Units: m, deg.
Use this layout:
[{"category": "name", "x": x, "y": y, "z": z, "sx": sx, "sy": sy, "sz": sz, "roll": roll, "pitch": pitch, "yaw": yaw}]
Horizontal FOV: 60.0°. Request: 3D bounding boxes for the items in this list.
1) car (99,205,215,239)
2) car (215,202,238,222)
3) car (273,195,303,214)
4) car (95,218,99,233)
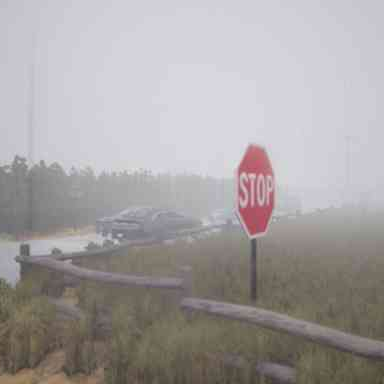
[{"category": "car", "x": -1.315, "y": 1.460, "z": 14.642, "sx": 2.128, "sy": 1.511, "sz": 4.902, "roll": -1, "pitch": -1, "yaw": 36}, {"category": "car", "x": 3.129, "y": 1.585, "z": 26.327, "sx": 2.128, "sy": 1.511, "sz": 4.902, "roll": 0, "pitch": -1, "yaw": 36}, {"category": "car", "x": 10.240, "y": 1.377, "z": 36.127, "sx": 2.150, "sy": 2.045, "sz": 5.566, "roll": 0, "pitch": -1, "yaw": 36}, {"category": "car", "x": -2.897, "y": 1.485, "z": 17.983, "sx": 1.882, "sy": 1.535, "sz": 5.008, "roll": 0, "pitch": -1, "yaw": 36}]
